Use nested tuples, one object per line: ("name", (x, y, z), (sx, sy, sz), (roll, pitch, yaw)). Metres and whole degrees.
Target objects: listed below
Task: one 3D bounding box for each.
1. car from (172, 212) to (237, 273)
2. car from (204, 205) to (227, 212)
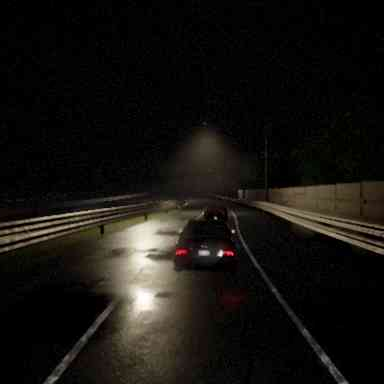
("car", (0.466, 1.622, 10.995), (2.033, 1.411, 5.357), (0, 0, 4))
("car", (2.125, 1.798, 28.821), (1.895, 1.301, 4.718), (0, 0, 6))
